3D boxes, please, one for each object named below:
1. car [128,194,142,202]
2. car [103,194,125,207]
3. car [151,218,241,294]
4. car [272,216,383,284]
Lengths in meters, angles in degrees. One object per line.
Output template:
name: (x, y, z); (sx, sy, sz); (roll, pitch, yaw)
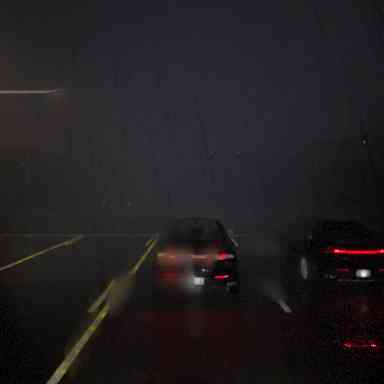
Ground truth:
car: (-10.345, 1.062, 60.555); (1.812, 1.442, 4.674); (0, 0, 1)
car: (-10.441, 1.011, 44.582); (2.097, 1.767, 4.553); (0, 0, 0)
car: (0.104, 1.425, 8.608); (2.128, 1.511, 4.902); (0, 0, 0)
car: (3.609, 1.432, 9.369); (1.837, 1.490, 4.892); (0, 0, 1)
